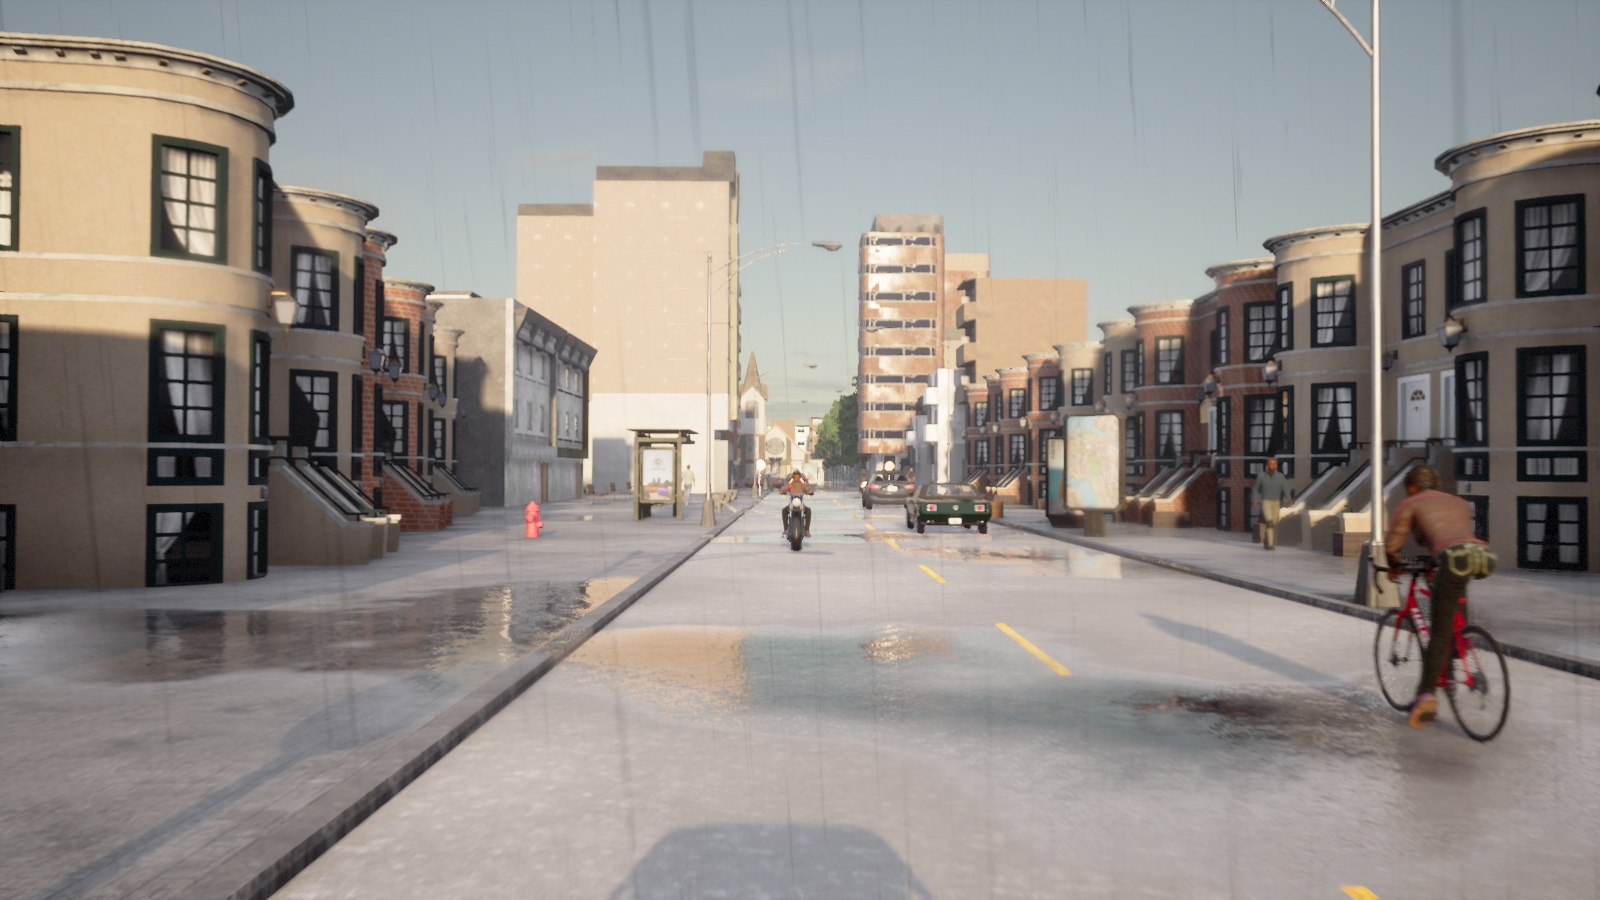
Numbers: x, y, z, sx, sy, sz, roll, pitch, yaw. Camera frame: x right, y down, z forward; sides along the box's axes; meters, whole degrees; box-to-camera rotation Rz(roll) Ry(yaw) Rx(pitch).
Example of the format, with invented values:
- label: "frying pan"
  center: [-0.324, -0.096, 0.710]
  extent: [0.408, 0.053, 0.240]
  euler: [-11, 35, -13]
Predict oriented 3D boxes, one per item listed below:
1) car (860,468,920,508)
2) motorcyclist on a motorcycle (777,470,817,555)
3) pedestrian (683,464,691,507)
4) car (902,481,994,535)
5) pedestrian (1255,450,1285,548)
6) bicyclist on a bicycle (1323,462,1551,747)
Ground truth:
- label: "car"
  center: [3.869, 1.640, 54.719]
  extent: [2.242, 1.667, 4.611]
  euler: [0, -1, 0]
- label: "motorcyclist on a motorcycle"
  center: [-0.061, 1.232, 25.565]
  extent: [0.766, 1.649, 2.350]
  euler: [0, -1, 0]
- label: "pedestrian"
  center: [-4.823, 1.521, 53.638]
  extent: [0.354, 1.836, 0.706]
  euler: [0, -1, -6]
- label: "car"
  center: [3.919, 1.519, 33.961]
  extent: [1.895, 1.301, 4.718]
  euler: [0, -1, 0]
- label: "pedestrian"
  center: [8.955, 0.926, 23.941]
  extent: [0.370, 1.835, 0.726]
  euler: [0, -1, 8]
- label: "bicyclist on a bicycle"
  center: [3.976, 0.899, 7.993]
  extent: [0.582, 1.620, 1.656]
  euler: [0, -1, 0]
